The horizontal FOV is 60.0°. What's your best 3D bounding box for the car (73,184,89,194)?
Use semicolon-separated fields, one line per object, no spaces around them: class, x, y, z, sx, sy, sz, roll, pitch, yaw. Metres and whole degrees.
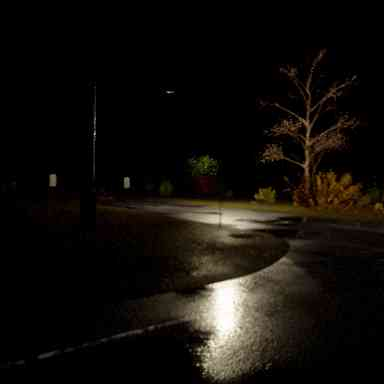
car;-19.349;-0.563;58.563;2.097;1.767;4.553;1;1;-36

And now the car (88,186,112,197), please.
car;-13.796;-0.081;50.785;1.812;1.442;4.674;1;1;-36
